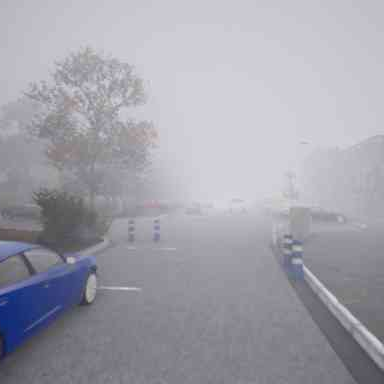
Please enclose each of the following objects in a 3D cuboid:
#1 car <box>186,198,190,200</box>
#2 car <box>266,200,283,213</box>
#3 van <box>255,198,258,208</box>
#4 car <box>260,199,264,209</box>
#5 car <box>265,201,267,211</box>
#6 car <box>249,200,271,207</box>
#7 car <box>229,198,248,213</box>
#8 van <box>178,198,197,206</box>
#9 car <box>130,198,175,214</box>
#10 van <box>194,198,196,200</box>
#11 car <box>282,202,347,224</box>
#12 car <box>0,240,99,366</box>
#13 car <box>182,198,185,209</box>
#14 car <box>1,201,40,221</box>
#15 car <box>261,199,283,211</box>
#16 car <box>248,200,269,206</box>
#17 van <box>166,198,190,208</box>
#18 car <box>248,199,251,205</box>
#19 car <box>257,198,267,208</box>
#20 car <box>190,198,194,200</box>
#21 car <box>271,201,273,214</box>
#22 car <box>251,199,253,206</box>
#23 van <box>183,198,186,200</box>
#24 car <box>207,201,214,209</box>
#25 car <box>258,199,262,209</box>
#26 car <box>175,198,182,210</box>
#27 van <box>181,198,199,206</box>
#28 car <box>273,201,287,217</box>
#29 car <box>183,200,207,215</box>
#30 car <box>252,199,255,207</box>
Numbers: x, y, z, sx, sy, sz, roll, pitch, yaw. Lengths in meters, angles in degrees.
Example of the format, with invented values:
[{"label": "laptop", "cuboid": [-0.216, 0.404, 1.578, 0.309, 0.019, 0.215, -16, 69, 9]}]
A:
[{"label": "car", "cuboid": [-3.457, 2.350, 61.662, 4.892, 1.521, 2.231, 0, -1, -13]}, {"label": "car", "cuboid": [11.969, 2.037, 39.179, 5.366, 1.575, 1.946, 1, -1, -13]}, {"label": "van", "cuboid": [14.112, 2.163, 59.494, 4.442, 1.987, 1.878, 1, -1, -13]}, {"label": "car", "cuboid": [12.802, 2.215, 47.861, 4.792, 1.488, 2.163, 1, -1, -13]}, {"label": "car", "cuboid": [12.139, 2.126, 42.043, 4.674, 1.452, 2.002, 1, -1, -13]}, {"label": "car", "cuboid": [17.522, 2.928, 85.775, 5.366, 1.575, 1.946, 1, -1, -13]}, {"label": "car", "cuboid": [6.561, 1.907, 48.632, 2.150, 2.045, 5.566, 0, -1, 7]}, {"label": "van", "cuboid": [-1.142, 2.534, 82.098, 4.442, 1.987, 1.878, 0, -1, -13]}, {"label": "car", "cuboid": [-5.530, 1.790, 44.139, 5.566, 2.045, 2.435, 0, -1, -13]}, {"label": "van", "cuboid": [-1.962, 2.350, 73.392, 4.442, 1.987, 1.878, 0, -2, -13]}, {"label": "car", "cuboid": [10.400, 1.836, 27.485, 4.892, 1.521, 2.231, 1, -1, -13]}, {"label": "car", "cuboid": [-3.092, 1.498, 5.187, 2.097, 1.535, 5.008, 0, 0, 6]}, {"label": "car", "cuboid": [-4.190, 2.274, 55.809, 4.792, 1.488, 2.163, 0, -1, -13]}, {"label": "car", "cuboid": [-10.999, 1.372, 23.385, 4.674, 1.442, 1.812, 3, -2, 13]}, {"label": "car", "cuboid": [12.494, 2.137, 44.952, 4.892, 1.521, 2.231, 1, -1, -13]}, {"label": "car", "cuboid": [18.216, 3.059, 91.594, 5.366, 1.575, 1.946, 1, -1, -13]}, {"label": "van", "cuboid": [-2.883, 2.234, 67.485, 4.442, 1.987, 1.878, 0, -1, -13]}, {"label": "car", "cuboid": [15.986, 2.426, 74.097, 5.566, 2.045, 2.435, 1, -1, -13]}, {"label": "car", "cuboid": [13.559, 2.163, 53.701, 4.553, 1.767, 2.185, 1, -1, -13]}, {"label": "car", "cuboid": [-2.937, 2.400, 64.631, 5.366, 1.575, 1.946, 0, -1, -13]}, {"label": "car", "cuboid": [11.445, 2.026, 36.217, 4.674, 1.452, 2.002, 1, -1, -13]}, {"label": "car", "cuboid": [15.232, 2.432, 68.257, 4.553, 1.767, 2.185, 1, -1, -13]}, {"label": "van", "cuboid": [-3.925, 2.071, 58.712, 4.442, 1.987, 1.878, 0, -1, -13]}, {"label": "car", "cuboid": [3.180, 2.472, 63.363, 2.033, 1.411, 5.357, 0, -1, 7]}, {"label": "car", "cuboid": [13.185, 2.238, 50.783, 4.892, 1.521, 2.231, 1, -1, -13]}, {"label": "car", "cuboid": [-4.482, 2.067, 52.903, 4.553, 1.767, 2.185, 0, -1, -13]}, {"label": "van", "cuboid": [-0.568, 2.597, 85.083, 4.442, 1.987, 1.878, 0, -2, -13]}, {"label": "car", "cuboid": [11.104, 1.937, 33.304, 4.892, 1.521, 2.231, 1, -1, -13]}, {"label": "car", "cuboid": [0.418, 2.034, 40.943, 1.837, 1.490, 4.892, 0, -1, 7]}, {"label": "car", "cuboid": [14.560, 2.446, 62.435, 5.008, 1.535, 2.097, 1, -1, -13]}]
